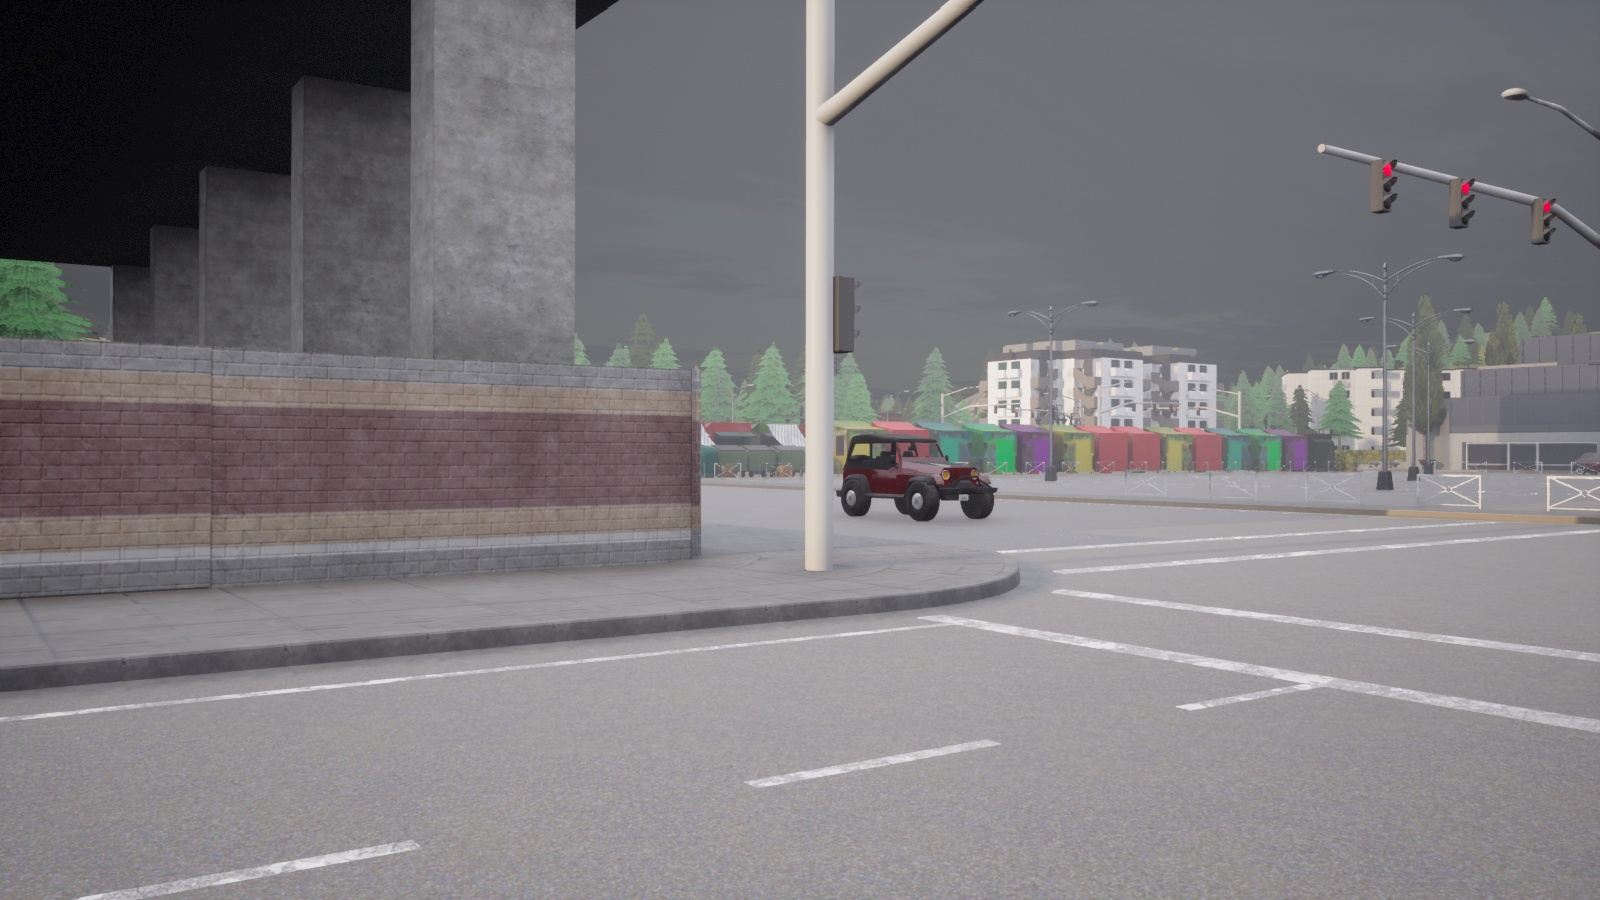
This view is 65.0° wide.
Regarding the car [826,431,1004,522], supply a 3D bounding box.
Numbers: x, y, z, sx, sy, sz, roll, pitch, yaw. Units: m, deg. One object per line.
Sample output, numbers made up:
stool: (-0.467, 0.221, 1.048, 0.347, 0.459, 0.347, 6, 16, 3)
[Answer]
car: (2.491, 0.549, 28.043, 1.905, 1.878, 3.866, 0, 0, -35)
